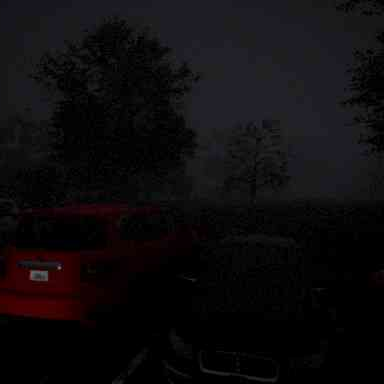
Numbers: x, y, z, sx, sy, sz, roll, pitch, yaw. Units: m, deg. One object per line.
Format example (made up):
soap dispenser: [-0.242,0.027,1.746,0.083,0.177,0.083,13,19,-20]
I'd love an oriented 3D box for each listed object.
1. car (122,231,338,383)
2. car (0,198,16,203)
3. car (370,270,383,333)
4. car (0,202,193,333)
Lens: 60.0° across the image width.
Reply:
car: [1.043,1.505,5.375,2.231,1.521,4.892,0,-1,15]
car: [-8.738,1.252,12.128,2.435,2.045,5.566,1,0,14]
car: [3.457,1.478,3.646,2.097,1.535,5.008,-1,-1,15]
car: [-1.393,1.268,7.113,2.435,2.045,5.566,0,-1,15]
